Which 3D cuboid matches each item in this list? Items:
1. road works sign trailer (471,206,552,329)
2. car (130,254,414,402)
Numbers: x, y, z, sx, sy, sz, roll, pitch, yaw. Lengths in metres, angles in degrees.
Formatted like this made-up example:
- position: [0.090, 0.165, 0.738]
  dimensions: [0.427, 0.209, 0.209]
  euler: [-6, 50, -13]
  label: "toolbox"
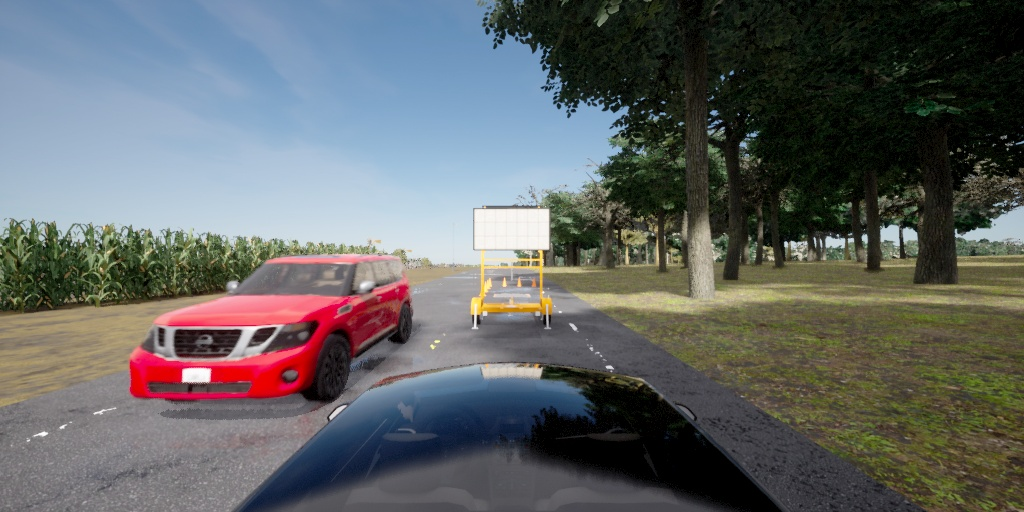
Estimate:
- position: [-0.004, 0.230, 11.284]
  dimensions: [2.380, 3.560, 2.880]
  euler: [0, 0, 1]
  label: "road works sign trailer"
- position: [-3.506, 0.978, 6.743]
  dimensions: [2.150, 2.045, 5.566]
  euler: [0, 0, 0]
  label: "car"
